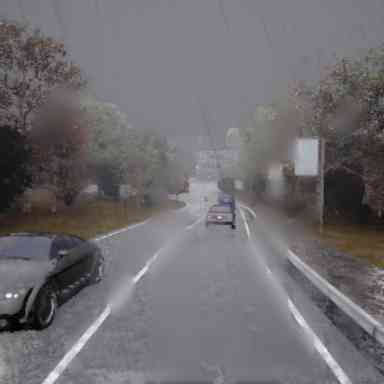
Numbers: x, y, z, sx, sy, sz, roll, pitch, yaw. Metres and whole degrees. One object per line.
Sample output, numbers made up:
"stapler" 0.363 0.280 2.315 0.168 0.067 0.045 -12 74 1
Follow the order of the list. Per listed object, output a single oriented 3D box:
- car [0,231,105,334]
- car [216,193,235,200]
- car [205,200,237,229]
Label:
"car" -3.263 1.528 6.717 1.994 1.385 4.181 0 0 3
"car" 4.334 1.143 42.753 2.150 2.045 5.566 1 0 4
"car" 1.912 1.517 21.786 2.033 1.411 5.357 1 0 7
